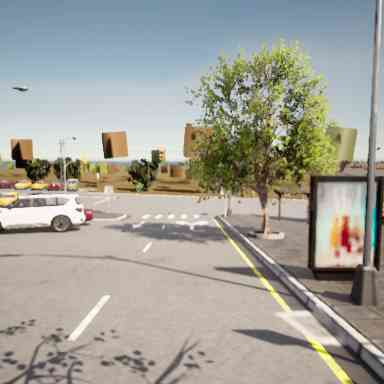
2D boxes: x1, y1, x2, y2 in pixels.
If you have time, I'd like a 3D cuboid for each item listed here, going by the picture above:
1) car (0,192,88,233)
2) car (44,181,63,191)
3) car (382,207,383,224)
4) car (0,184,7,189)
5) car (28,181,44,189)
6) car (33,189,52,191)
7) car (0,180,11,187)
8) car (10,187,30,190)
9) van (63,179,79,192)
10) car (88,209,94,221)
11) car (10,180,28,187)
[{"bbox_3d":[-8.778,1.192,18.203,5.566,2.045,2.435,-1,0,-19],"label":"car"},{"bbox_3d":[-23.300,-1.192,57.030,2.185,1.767,4.553,0,5,-13],"label":"car"},{"bbox_3d":[19.959,2.290,35.793,2.185,1.767,4.553,0,6,-19],"label":"car"},{"bbox_3d":[-23.754,0.509,38.737,2.185,1.767,4.553,0,6,-14],"label":"car"},{"bbox_3d":[-26.294,-1.209,57.578,1.946,1.575,5.366,0,5,-13],"label":"car"},{"bbox_3d":[-17.820,0.916,38.010,2.163,1.488,4.792,0,6,-15],"label":"car"},{"bbox_3d":[-32.130,-1.394,58.102,2.002,1.452,4.674,1,5,-13],"label":"car"},{"bbox_3d":[-20.807,0.725,38.651,1.946,1.575,5.366,0,6,-14],"label":"car"},{"bbox_3d":[-20.331,-1.167,56.635,1.878,1.987,4.442,1,5,-14],"label":"van"},{"bbox_3d":[-8.722,1.483,21.236,4.674,1.452,2.002,-1,0,-19],"label":"car"},{"bbox_3d":[-29.144,-1.298,57.563,1.946,1.575,5.366,1,5,-13],"label":"car"}]
